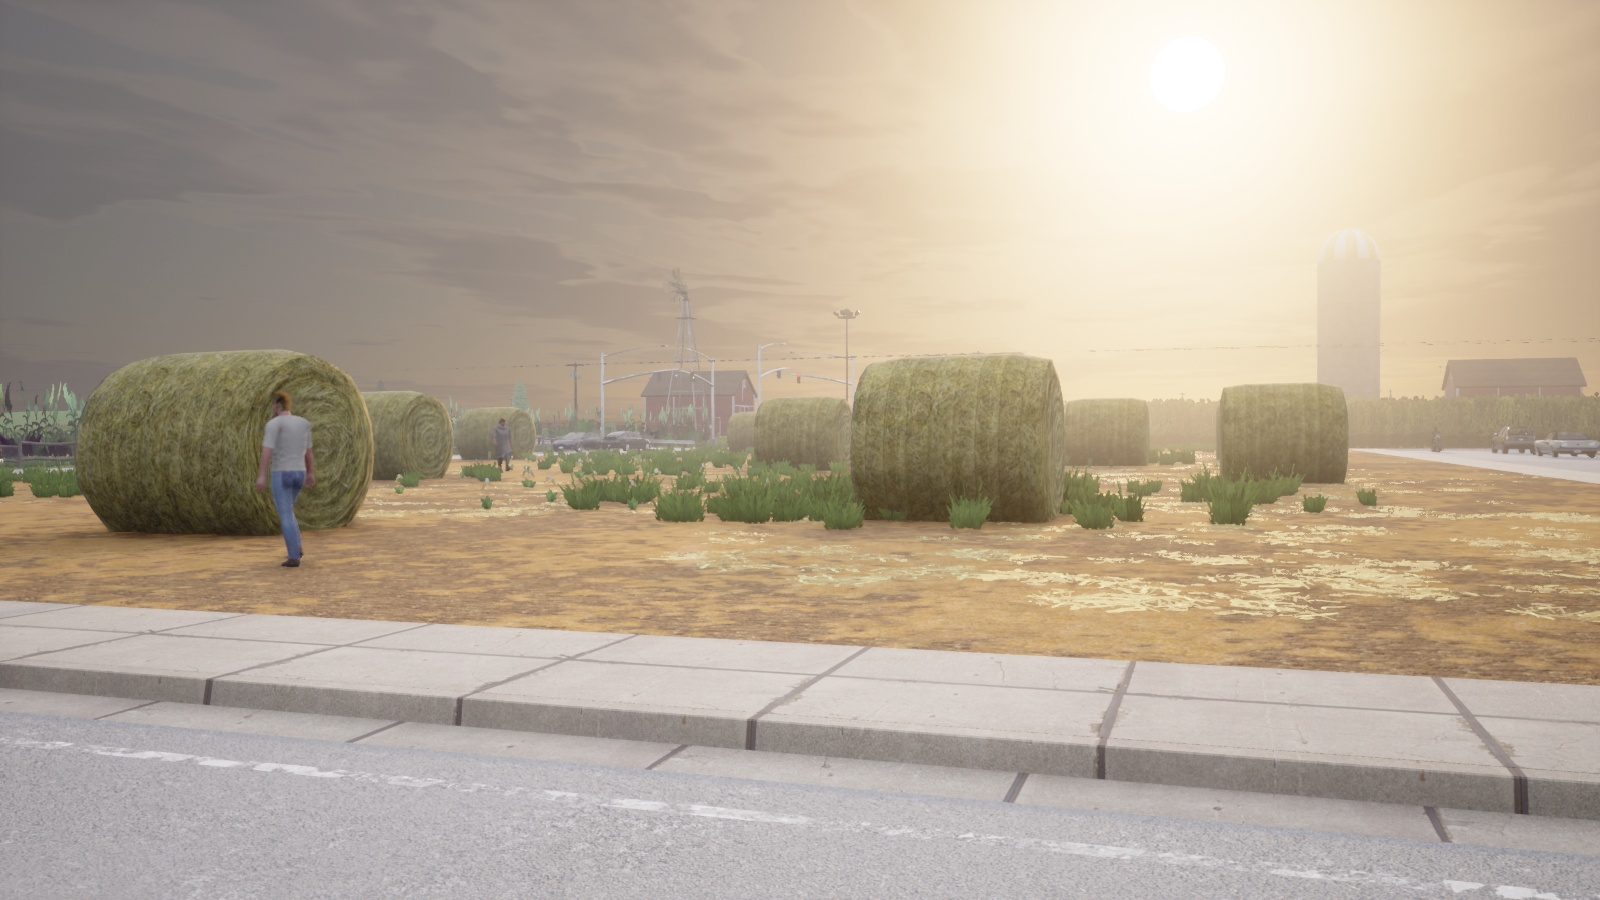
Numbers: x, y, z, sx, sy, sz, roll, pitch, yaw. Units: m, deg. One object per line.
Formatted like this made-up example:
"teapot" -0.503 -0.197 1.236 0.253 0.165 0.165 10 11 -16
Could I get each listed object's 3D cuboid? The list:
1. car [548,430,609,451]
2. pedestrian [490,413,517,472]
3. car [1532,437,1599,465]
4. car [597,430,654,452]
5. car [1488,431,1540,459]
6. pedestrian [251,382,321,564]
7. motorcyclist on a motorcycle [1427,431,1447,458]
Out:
"car" -15.855 -0.710 90.049 2.163 1.488 4.792 1 1 21
"pedestrian" -9.780 -0.252 41.410 0.659 1.952 0.873 0 1 -28
"car" 38.713 0.028 63.551 1.895 1.301 4.718 1 1 18
"car" -12.362 -0.680 89.347 1.837 1.490 4.892 1 1 21
"car" 42.001 -0.329 73.939 1.851 1.617 3.988 1 1 18
"pedestrian" -5.339 0.229 13.038 0.706 1.836 0.354 1 1 36
"motorcyclist on a motorcycle" 39.674 -0.354 78.247 0.766 1.649 2.350 1 1 18
